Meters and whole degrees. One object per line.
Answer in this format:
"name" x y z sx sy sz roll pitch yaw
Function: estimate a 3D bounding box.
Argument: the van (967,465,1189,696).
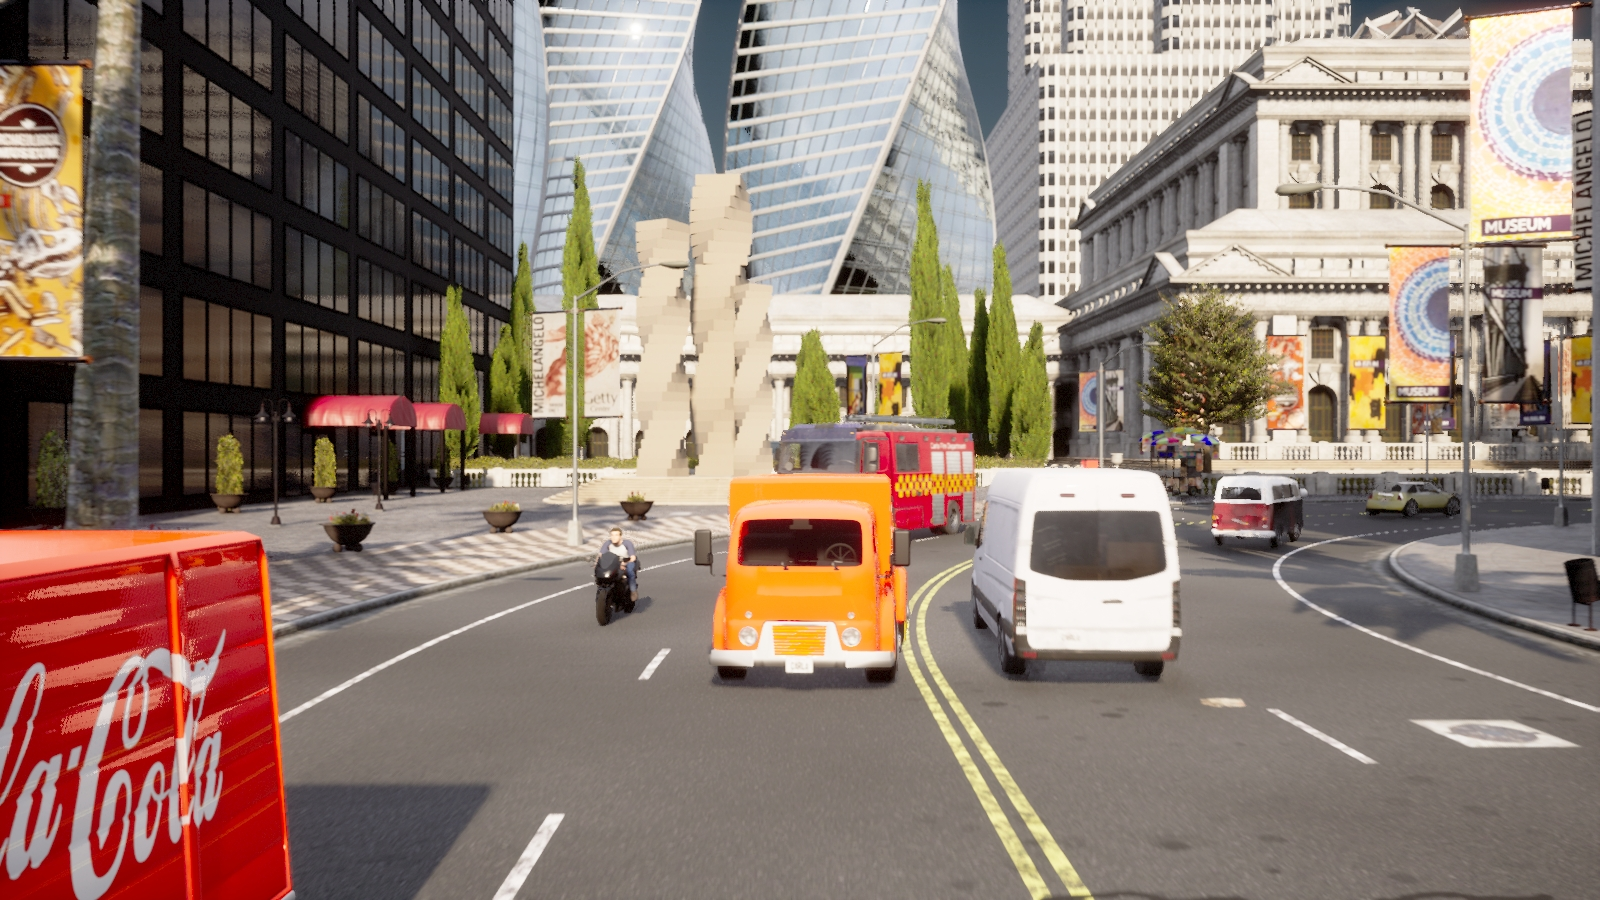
"van" 3.615 1.534 16.071 1.988 2.561 5.915 0 0 3

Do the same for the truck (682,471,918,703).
"truck" 0.183 1.568 15.329 2.627 2.467 5.204 0 0 4

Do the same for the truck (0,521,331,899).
"truck" -3.524 1.568 2.794 2.627 2.467 5.204 0 0 0

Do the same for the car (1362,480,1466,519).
"car" 25.894 2.064 48.161 3.806 1.475 1.970 0 0 -25

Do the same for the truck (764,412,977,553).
"truck" 2.456 0.890 35.469 2.891 3.827 8.468 0 0 32

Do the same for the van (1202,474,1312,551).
"van" 13.713 1.782 34.135 2.069 2.038 4.480 -1 0 35

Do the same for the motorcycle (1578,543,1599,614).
"motorcycle" 13.904 2.213 18.957 0.803 1.145 2.033 1 0 7
